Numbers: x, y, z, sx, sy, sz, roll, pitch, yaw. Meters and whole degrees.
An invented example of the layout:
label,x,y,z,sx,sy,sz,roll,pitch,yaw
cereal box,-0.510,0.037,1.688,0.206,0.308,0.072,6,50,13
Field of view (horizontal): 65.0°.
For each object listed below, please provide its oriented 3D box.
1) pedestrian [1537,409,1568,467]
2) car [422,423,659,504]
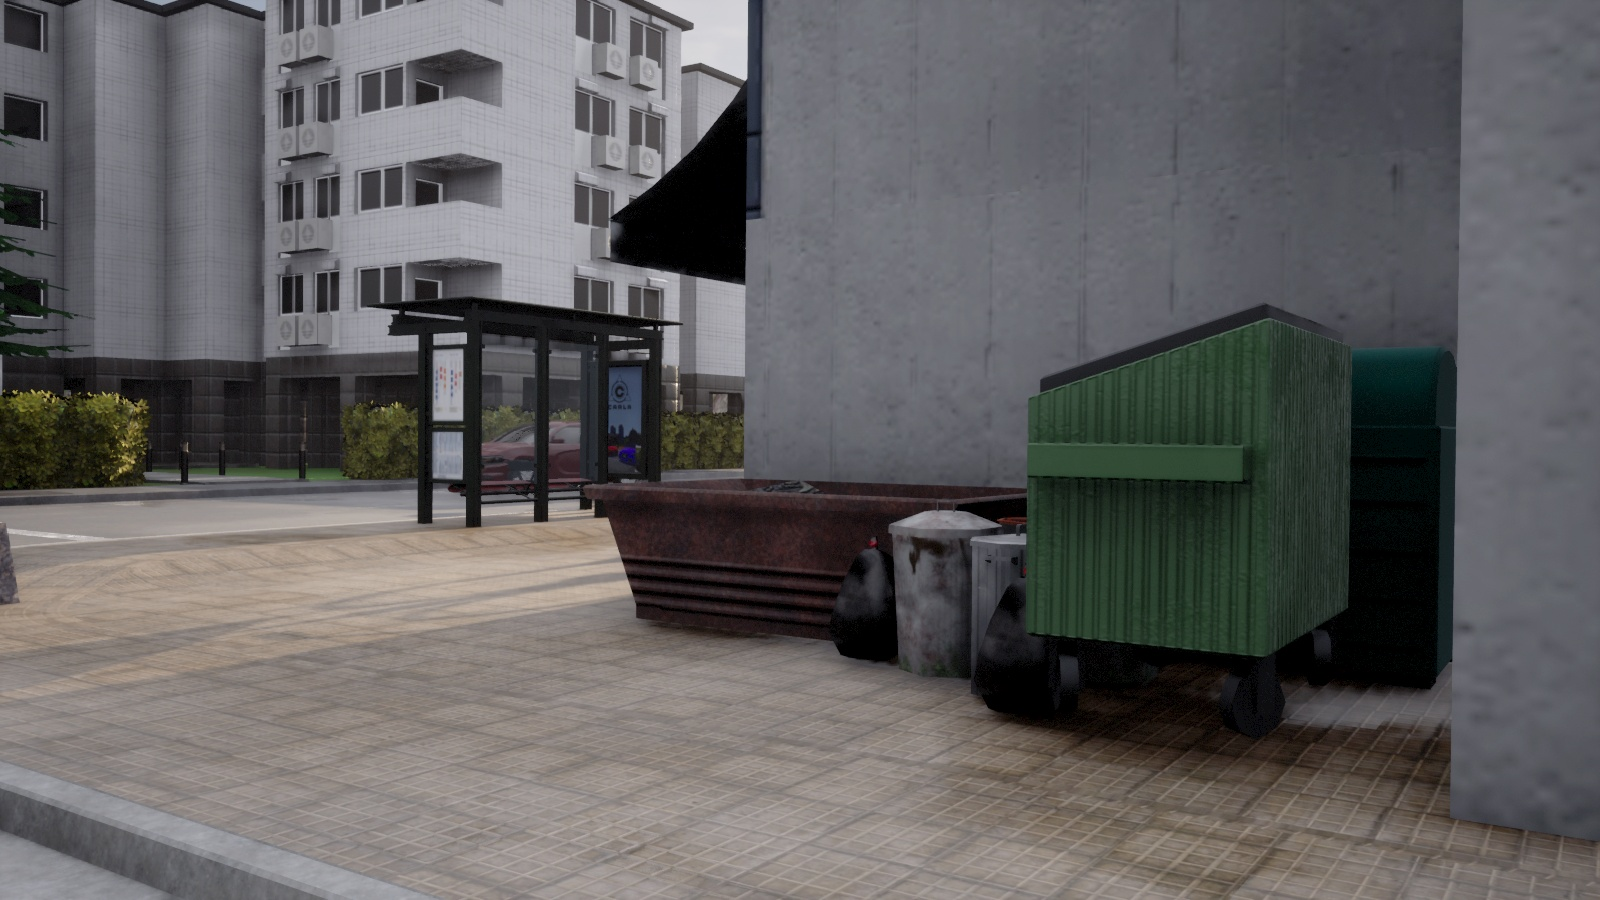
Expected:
label,x,y,z,sx,sy,sz,roll,pitch,yaw
pedestrian,24.724,-0.401,41.279,0.849,1.883,0.563,0,1,29
car,-5.351,0.218,26.608,1.882,1.535,5.008,0,1,34
